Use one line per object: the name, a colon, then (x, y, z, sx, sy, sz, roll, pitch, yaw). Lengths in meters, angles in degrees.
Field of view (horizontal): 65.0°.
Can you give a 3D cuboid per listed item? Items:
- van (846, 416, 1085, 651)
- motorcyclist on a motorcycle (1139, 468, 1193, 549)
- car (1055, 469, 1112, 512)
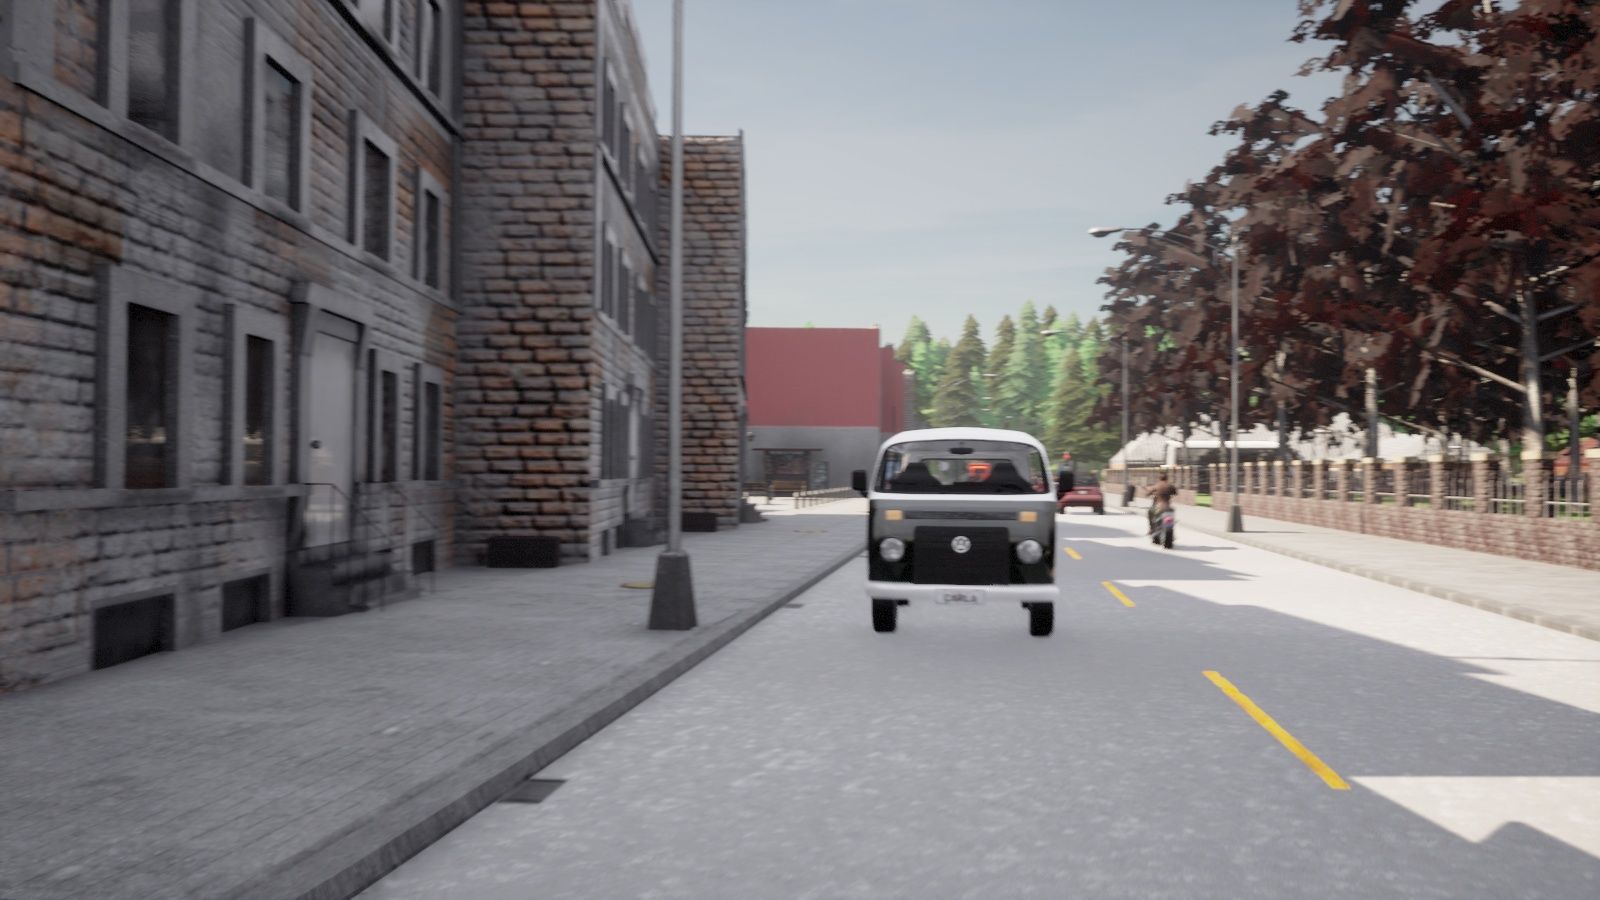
van: (1.761, 0.763, 13.242, 2.069, 2.038, 4.480, 0, -1, 8)
motorcyclist on a motorcycle: (7.785, 1.216, 26.802, 0.766, 1.649, 2.350, 0, -1, 8)
car: (11.059, 1.545, 49.176, 1.851, 1.617, 3.988, 0, -1, 8)
